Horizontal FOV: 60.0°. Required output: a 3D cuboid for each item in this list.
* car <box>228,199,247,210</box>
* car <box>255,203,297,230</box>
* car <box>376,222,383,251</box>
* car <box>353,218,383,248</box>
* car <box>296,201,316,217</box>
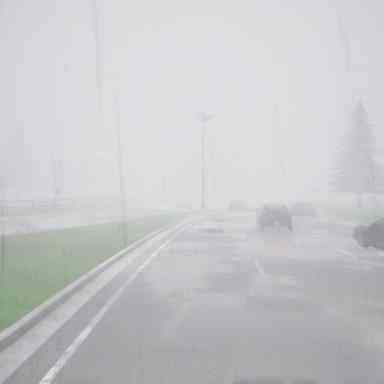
[{"bbox_3d":[5.800,1.566,42.206,1.994,1.385,4.181,0,0,14],"label":"car"},{"bbox_3d":[5.151,1.506,21.142,1.837,1.490,4.892,0,0,8],"label":"car"},{"bbox_3d":[3.684,1.354,2.454,2.097,1.767,4.553,0,0,1],"label":"car"},{"bbox_3d":[7.565,1.548,11.656,2.033,1.411,5.357,0,0,4],"label":"car"},{"bbox_3d":[10.287,1.565,30.968,1.994,1.385,4.181,0,0,11],"label":"car"}]
